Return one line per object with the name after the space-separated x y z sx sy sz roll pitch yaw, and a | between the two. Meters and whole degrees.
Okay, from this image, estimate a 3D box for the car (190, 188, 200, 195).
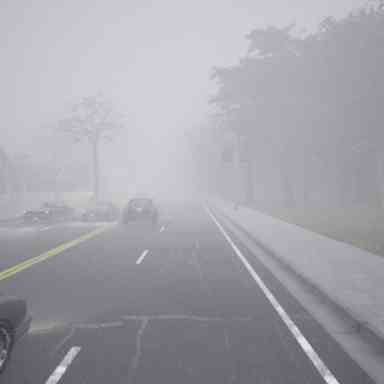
1.114 -0.181 92.675 2.150 2.045 5.566 0 1 0 | car

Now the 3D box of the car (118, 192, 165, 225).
-3.154 1.095 21.962 2.097 1.767 4.553 0 1 0 | car

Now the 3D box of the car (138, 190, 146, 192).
-9.780 0.435 64.374 2.097 1.767 4.553 0 1 0 | car

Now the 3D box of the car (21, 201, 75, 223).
-9.853 1.330 23.108 1.895 1.301 4.718 0 1 0 | car

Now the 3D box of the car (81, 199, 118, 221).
-6.602 1.240 24.332 1.812 1.442 4.674 0 1 0 | car

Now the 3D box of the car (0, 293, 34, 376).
-3.148 1.522 2.200 2.033 1.411 5.357 0 1 0 | car
